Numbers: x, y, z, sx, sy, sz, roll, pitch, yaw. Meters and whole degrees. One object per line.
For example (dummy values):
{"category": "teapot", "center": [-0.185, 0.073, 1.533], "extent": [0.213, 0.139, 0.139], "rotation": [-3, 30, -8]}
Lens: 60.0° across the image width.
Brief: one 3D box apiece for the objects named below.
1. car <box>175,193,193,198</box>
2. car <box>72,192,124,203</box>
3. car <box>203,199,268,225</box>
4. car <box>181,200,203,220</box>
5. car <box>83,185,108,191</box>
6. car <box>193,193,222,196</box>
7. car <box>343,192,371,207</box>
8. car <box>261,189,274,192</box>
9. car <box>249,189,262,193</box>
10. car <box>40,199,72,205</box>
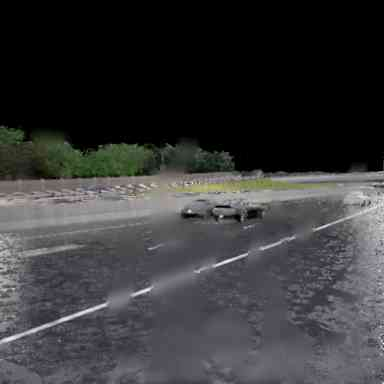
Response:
{"category": "car", "center": [-0.739, 0.898, 45.349], "extent": [2.128, 1.511, 4.902], "rotation": [-1, 1, 37]}
{"category": "car", "center": [-7.961, 1.151, 30.003], "extent": [2.097, 1.767, 4.553], "rotation": [-1, 1, 37]}
{"category": "car", "center": [3.164, 1.154, 21.175], "extent": [2.128, 1.511, 4.902], "rotation": [-1, 1, 37]}
{"category": "car", "center": [1.068, 1.236, 24.204], "extent": [1.994, 1.385, 4.181], "rotation": [-1, 1, 37]}
{"category": "car", "center": [-17.737, -0.295, 61.289], "extent": [2.150, 2.045, 5.566], "rotation": [-1, 3, 23]}
{"category": "car", "center": [2.886, 0.882, 44.349], "extent": [2.033, 1.411, 5.357], "rotation": [-1, 1, 37]}
{"category": "car", "center": [16.380, 0.706, 33.028], "extent": [1.812, 1.442, 4.674], "rotation": [-1, 1, 37]}
{"category": "car", "center": [14.903, 0.480, 60.230], "extent": [1.895, 1.301, 4.718], "rotation": [-1, 1, 37]}
{"category": "car", "center": [12.130, 0.238, 62.370], "extent": [2.097, 1.767, 4.553], "rotation": [-1, 1, 37]}
{"category": "car", "center": [-12.368, 1.399, 29.983], "extent": [1.837, 1.490, 4.892], "rotation": [-1, 1, 37]}
